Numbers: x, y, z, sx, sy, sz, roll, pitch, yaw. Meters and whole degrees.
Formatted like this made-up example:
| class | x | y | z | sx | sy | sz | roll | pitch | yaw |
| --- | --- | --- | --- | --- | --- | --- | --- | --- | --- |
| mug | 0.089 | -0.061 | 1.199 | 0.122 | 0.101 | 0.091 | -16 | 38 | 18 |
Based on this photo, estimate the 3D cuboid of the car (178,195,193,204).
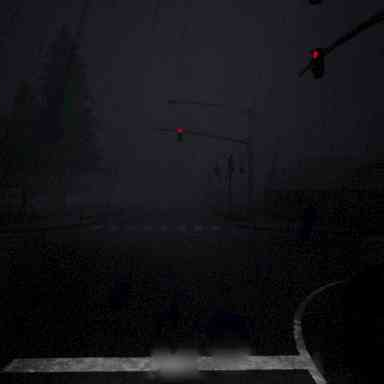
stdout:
| class | x | y | z | sx | sy | sz | roll | pitch | yaw |
| --- | --- | --- | --- | --- | --- | --- | --- | --- | --- |
| car | -0.873 | 1.518 | 60.836 | 2.033 | 1.411 | 5.357 | 0 | 0 | -7 |

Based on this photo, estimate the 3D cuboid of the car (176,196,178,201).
| class | x | y | z | sx | sy | sz | roll | pitch | yaw |
| --- | --- | --- | --- | --- | --- | --- | --- | --- | --- |
| car | -2.161 | 1.327 | 71.021 | 1.812 | 1.442 | 4.674 | 0 | 0 | -13 |

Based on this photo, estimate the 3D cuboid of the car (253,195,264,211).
| class | x | y | z | sx | sy | sz | roll | pitch | yaw |
| --- | --- | --- | --- | --- | --- | --- | --- | --- | --- |
| car | 8.887 | 1.144 | 36.211 | 4.605 | 1.855 | 1.932 | 0 | 0 | -1 |
